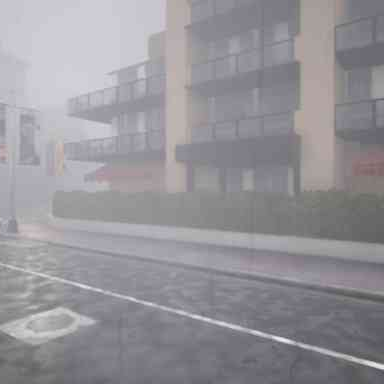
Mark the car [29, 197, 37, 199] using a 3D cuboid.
[{"bbox_3d":[-36.979,1.425,73.173,4.892,1.521,2.231,0,0,36],"label":"car"}]
